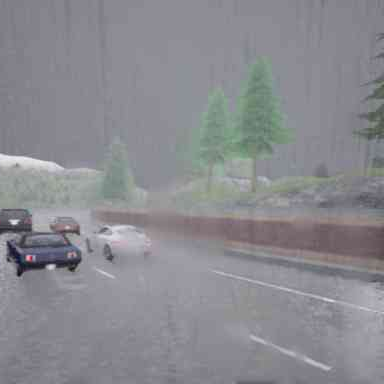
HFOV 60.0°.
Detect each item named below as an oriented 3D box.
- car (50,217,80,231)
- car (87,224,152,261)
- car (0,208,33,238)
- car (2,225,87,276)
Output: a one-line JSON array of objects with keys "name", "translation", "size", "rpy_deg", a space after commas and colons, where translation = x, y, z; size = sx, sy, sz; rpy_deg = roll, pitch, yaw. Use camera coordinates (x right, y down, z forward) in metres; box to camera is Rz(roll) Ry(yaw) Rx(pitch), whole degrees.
[{"name": "car", "translation": [-10.146, 2.663, 26.435], "size": [1.994, 1.385, 4.181], "rpy_deg": [3, -3, -28]}, {"name": "car", "translation": [-3.448, 2.216, 15.292], "size": [1.812, 1.442, 4.674], "rpy_deg": [3, -3, -33]}, {"name": "car", "translation": [-12.529, 2.127, 23.458], "size": [2.150, 2.045, 5.566], "rpy_deg": [3, -3, -28]}, {"name": "car", "translation": [-5.587, 2.096, 12.171], "size": [1.895, 1.301, 4.718], "rpy_deg": [3, -3, -34]}]
